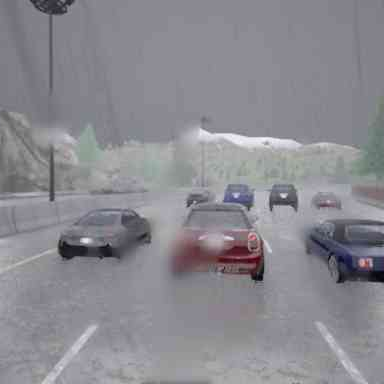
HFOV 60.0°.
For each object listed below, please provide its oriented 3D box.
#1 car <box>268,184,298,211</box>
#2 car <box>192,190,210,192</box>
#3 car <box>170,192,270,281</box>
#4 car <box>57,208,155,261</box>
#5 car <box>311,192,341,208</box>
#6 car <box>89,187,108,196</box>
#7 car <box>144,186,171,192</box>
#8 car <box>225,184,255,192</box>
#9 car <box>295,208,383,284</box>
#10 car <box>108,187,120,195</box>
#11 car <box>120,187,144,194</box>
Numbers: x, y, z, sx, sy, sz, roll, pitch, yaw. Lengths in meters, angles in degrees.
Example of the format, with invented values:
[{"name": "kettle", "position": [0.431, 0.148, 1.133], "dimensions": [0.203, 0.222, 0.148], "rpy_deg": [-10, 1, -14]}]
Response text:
[{"name": "car", "position": [7.468, 0.369, 27.320], "dimensions": [2.150, 2.045, 5.566], "rpy_deg": [1, 2, 14]}, {"name": "car", "position": [0.866, 0.561, 29.646], "dimensions": [1.837, 1.490, 4.892], "rpy_deg": [0, 2, 14]}, {"name": "car", "position": [0.754, 1.058, 9.161], "dimensions": [2.097, 1.767, 4.553], "rpy_deg": [0, 2, 6]}, {"name": "car", "position": [-2.570, 1.207, 10.875], "dimensions": [1.994, 1.385, 4.181], "rpy_deg": [0, 2, 7]}, {"name": "car", "position": [11.366, 0.692, 28.318], "dimensions": [1.994, 1.385, 4.181], "rpy_deg": [1, 2, 15]}, {"name": "car", "position": [-14.107, -0.110, 52.529], "dimensions": [1.895, 1.301, 4.718], "rpy_deg": [1, 2, 21]}, {"name": "car", "position": [-4.542, -0.040, 48.116], "dimensions": [1.837, 1.490, 4.892], "rpy_deg": [1, 2, 21]}, {"name": "car", "position": [4.011, 0.341, 27.920], "dimensions": [2.150, 2.045, 5.566], "rpy_deg": [0, 2, 14]}, {"name": "car", "position": [4.185, 1.335, 8.601], "dimensions": [1.895, 1.301, 4.718], "rpy_deg": [0, 2, 6]}, {"name": "car", "position": [-10.610, -0.114, 51.804], "dimensions": [1.994, 1.385, 4.181], "rpy_deg": [1, 2, 21]}, {"name": "car", "position": [-7.975, -0.036, 49.058], "dimensions": [2.033, 1.411, 5.357], "rpy_deg": [1, 2, 20]}]
